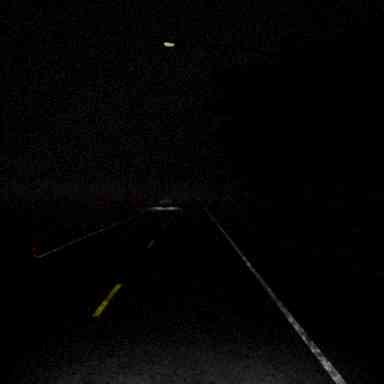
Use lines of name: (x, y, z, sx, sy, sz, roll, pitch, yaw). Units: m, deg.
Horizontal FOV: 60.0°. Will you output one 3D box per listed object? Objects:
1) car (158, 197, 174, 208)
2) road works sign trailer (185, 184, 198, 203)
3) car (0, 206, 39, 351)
car: (-3.582, 1.394, 46.586, 1.812, 1.442, 4.674, 0, 0, 0)
road works sign trailer: (0.017, 0.236, 65.291, 2.380, 3.560, 2.880, 0, 0, 1)
car: (-3.601, 1.218, 3.259, 2.150, 2.045, 5.566, 0, 0, 0)
